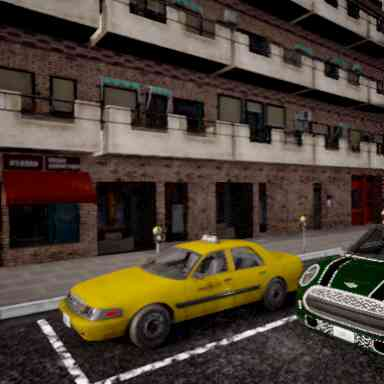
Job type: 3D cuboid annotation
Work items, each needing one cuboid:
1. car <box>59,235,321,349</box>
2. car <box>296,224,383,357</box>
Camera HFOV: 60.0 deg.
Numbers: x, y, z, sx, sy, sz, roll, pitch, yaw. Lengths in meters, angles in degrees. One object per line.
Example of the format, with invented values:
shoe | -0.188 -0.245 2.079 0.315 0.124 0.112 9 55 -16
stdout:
car | 0.148 1.523 6.215 4.829 1.417 1.752 0 -1 -35
car | 3.899 1.347 5.851 4.553 1.767 2.097 0 0 -35
